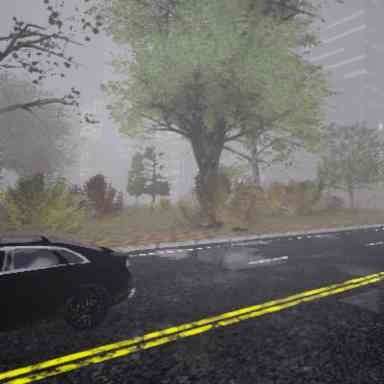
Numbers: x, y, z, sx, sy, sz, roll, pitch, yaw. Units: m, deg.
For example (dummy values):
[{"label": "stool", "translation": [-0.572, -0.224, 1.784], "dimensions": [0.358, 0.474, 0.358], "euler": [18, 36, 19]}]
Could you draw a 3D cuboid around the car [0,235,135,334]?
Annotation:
[{"label": "car", "translation": [-3.331, 1.494, 5.304], "dimensions": [4.902, 1.511, 2.128], "euler": [1, 0, -36]}]
